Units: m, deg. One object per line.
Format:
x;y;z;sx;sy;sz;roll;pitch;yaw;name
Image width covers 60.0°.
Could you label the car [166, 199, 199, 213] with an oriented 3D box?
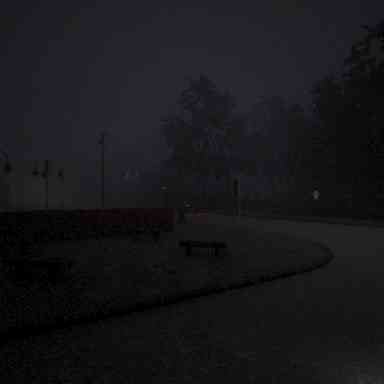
-1.109;1.526;35.724;1.812;1.442;4.674;0;0;-35;car
